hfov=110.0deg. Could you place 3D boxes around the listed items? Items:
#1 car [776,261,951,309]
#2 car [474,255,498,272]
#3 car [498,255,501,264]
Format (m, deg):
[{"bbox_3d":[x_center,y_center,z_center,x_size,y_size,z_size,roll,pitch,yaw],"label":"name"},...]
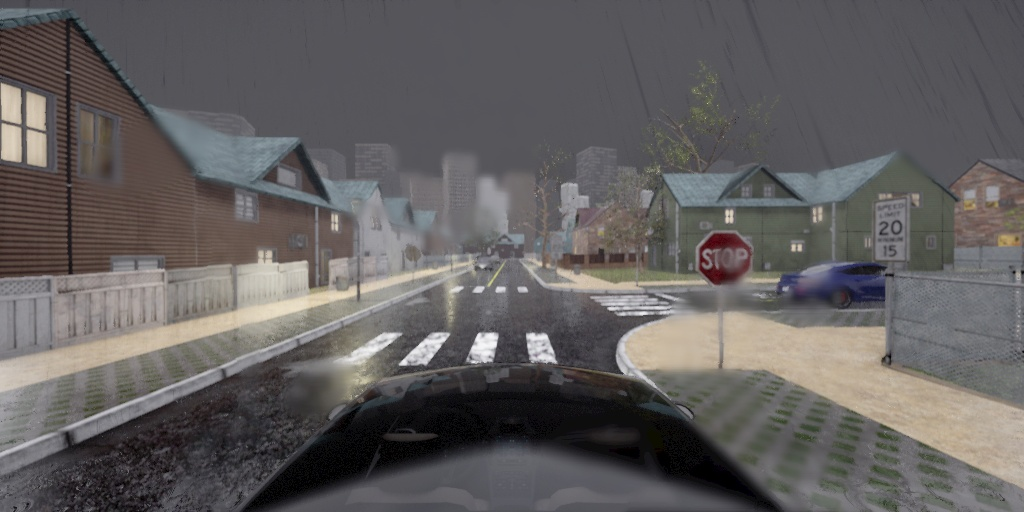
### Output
[{"bbox_3d":[11.494,0.895,11.948,4.674,1.442,1.812,-1,0,1],"label":"car"},{"bbox_3d":[-2.878,0.846,37.514,2.128,1.511,4.902,0,0,0],"label":"car"},{"bbox_3d":[-2.820,0.617,59.995,1.837,1.490,4.892,0,0,0],"label":"car"}]
